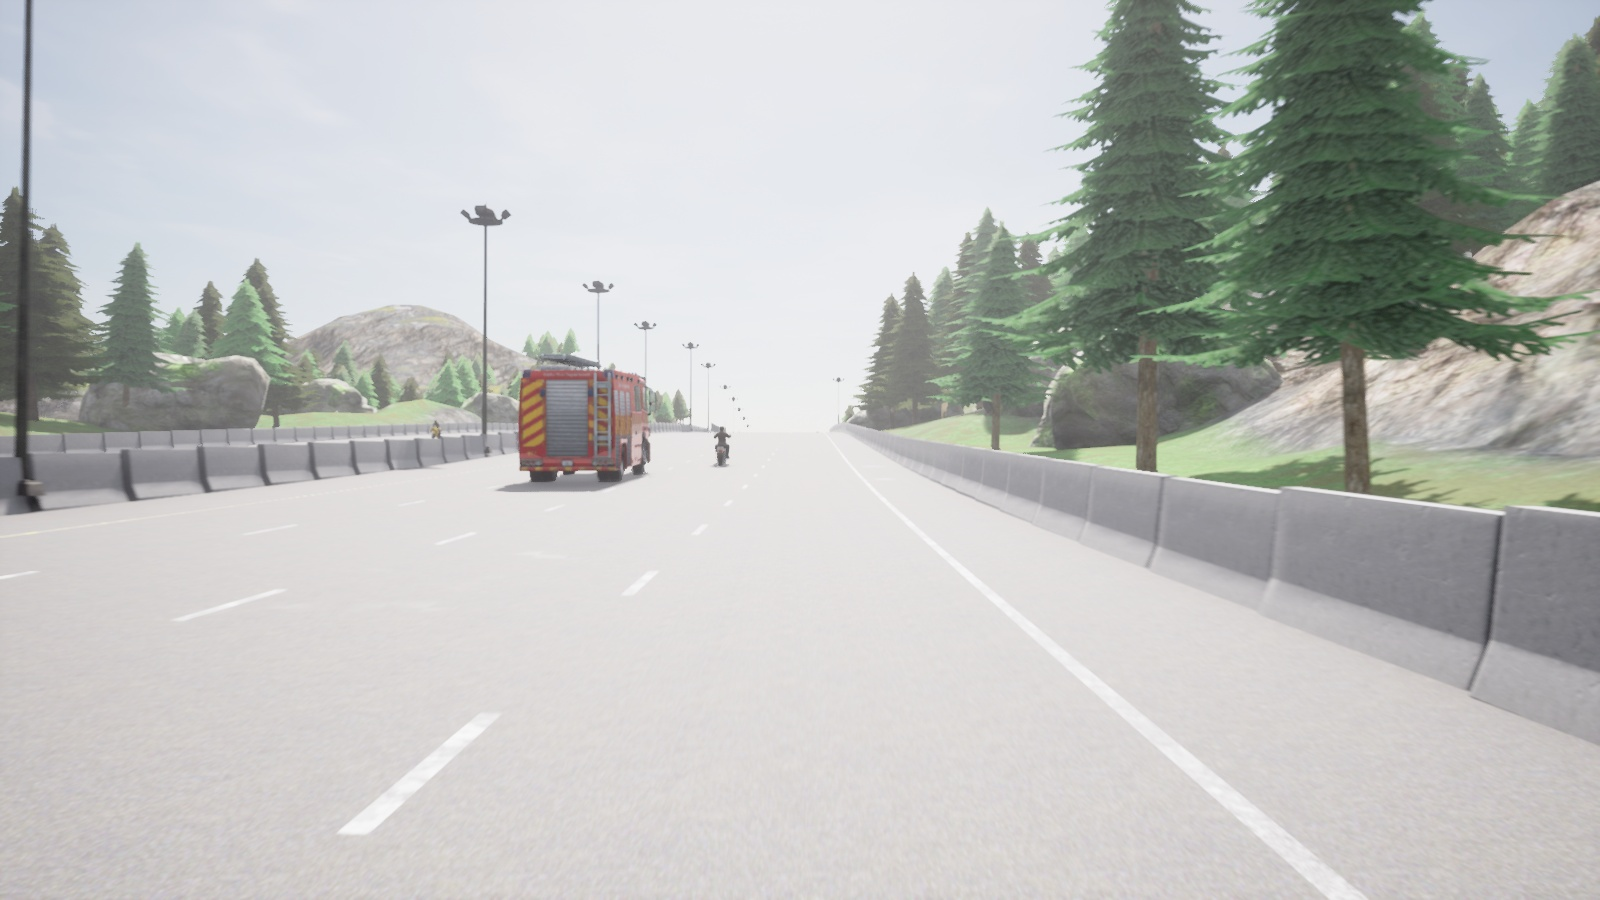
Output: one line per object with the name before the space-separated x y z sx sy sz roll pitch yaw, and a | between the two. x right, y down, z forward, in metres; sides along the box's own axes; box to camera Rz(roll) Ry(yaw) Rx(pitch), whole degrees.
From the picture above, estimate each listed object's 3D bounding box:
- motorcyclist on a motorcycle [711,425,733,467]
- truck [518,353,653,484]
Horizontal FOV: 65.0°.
motorcyclist on a motorcycle | -3.191 -0.187 51.698 0.766 1.649 2.350 0 1 0
truck | -6.752 -1.017 40.834 2.891 3.827 8.468 0 1 0
